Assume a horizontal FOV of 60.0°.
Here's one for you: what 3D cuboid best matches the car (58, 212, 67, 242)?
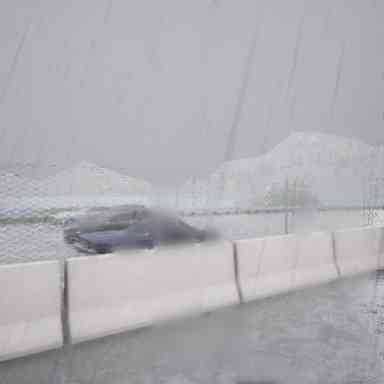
[{"bbox_3d":[-2.993,1.478,14.498,4.892,1.490,1.837,0,0,-33],"label":"car"}]

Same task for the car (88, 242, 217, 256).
[{"bbox_3d":[-1.464,1.581,11.341,4.718,1.301,1.895,0,0,-33],"label":"car"}]

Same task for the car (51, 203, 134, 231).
[{"bbox_3d":[-6.146,1.484,20.799,4.674,1.442,1.812,0,0,-33],"label":"car"}]
